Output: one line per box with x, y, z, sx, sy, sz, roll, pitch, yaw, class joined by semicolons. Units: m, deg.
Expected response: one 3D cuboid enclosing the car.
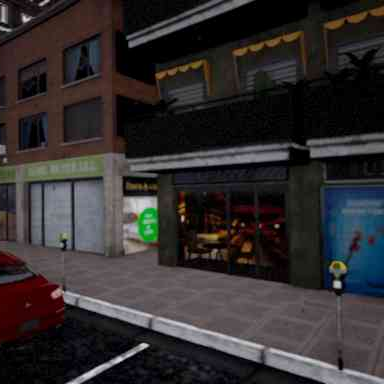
-3.845;1.640;5.625;4.206;1.307;1.802;-1;-1;35;car
